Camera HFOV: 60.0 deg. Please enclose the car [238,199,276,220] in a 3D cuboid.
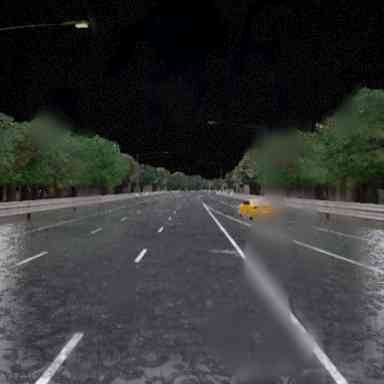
[{"bbox_3d":[4.957,1.298,26.059,1.882,1.535,5.008,0,0,-5],"label":"car"}]
